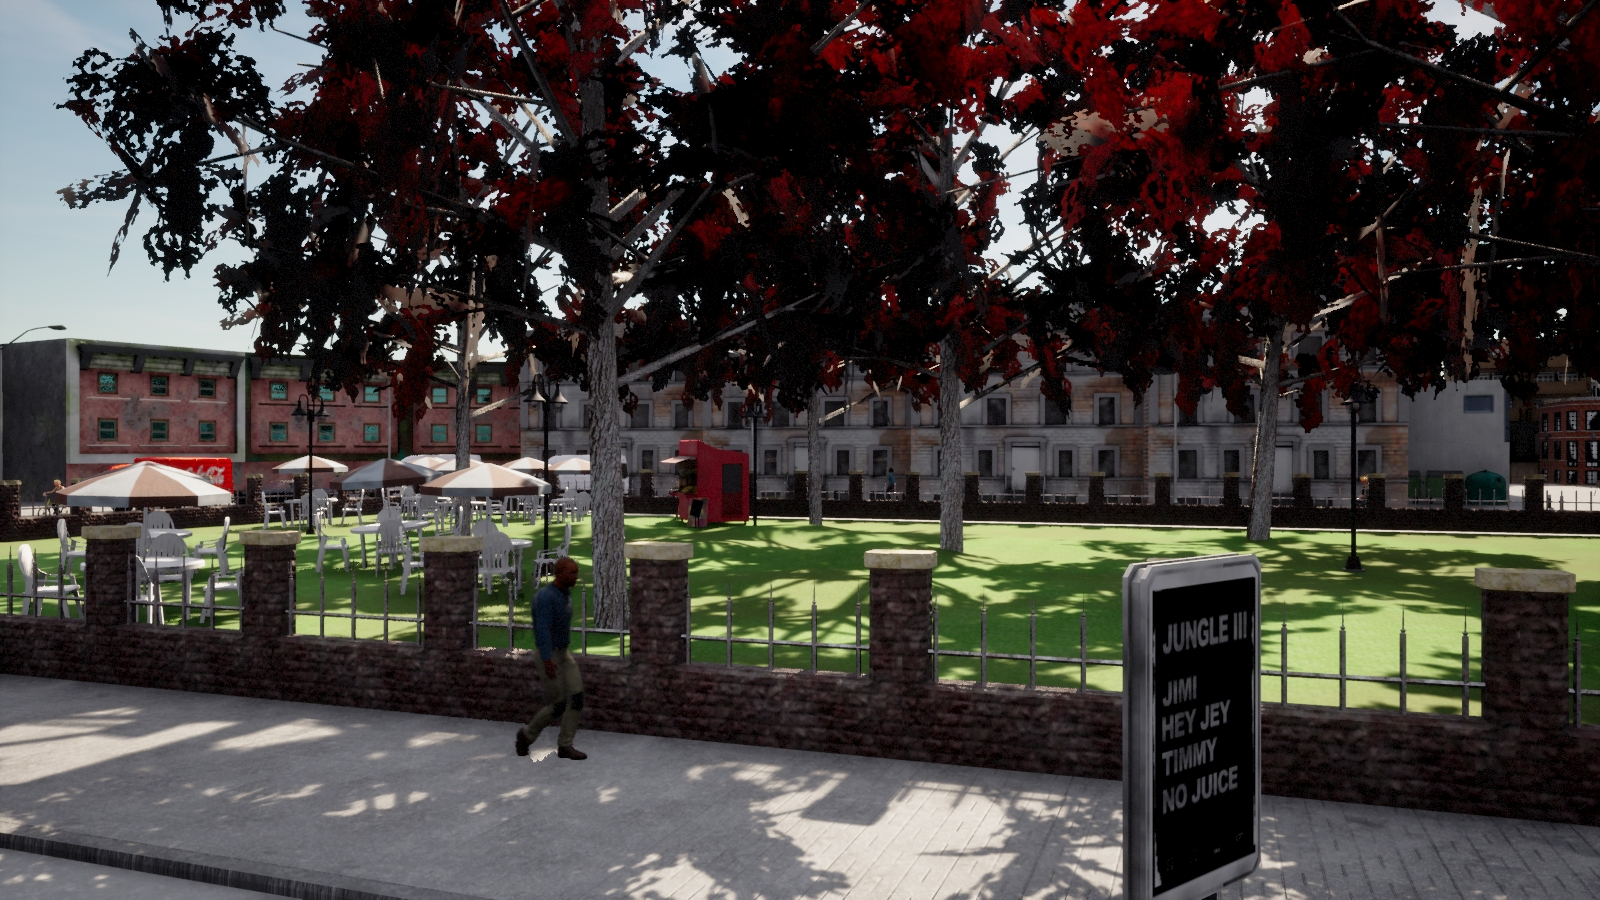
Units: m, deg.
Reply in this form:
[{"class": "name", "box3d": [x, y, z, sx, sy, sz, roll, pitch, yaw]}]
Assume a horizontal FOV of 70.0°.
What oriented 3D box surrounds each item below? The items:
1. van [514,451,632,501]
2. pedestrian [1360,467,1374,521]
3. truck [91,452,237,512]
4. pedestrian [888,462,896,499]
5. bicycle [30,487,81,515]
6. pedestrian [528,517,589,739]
[{"class": "van", "box3d": [-12.048, 1.315, 60.623, 5.915, 2.561, 1.988, 0, 0, 20]}, {"class": "pedestrian", "box3d": [19.726, 1.525, 39.744, 0.375, 1.860, 0.375, 0, 0, 20]}, {"class": "truck", "box3d": [-28.185, 1.348, 50.858, 2.627, 2.467, 5.204, 0, 0, 21]}, {"class": "pedestrian", "box3d": [4.631, 1.525, 57.430, 0.375, 1.860, 0.375, 0, 0, 9]}, {"class": "bicycle", "box3d": [-29.946, 2.036, 45.966, 0.859, 1.080, 1.487, 0, 0, 21]}, {"class": "pedestrian", "box3d": [-2.102, 1.525, 9.962, 0.375, 1.860, 0.375, 0, 0, 23]}]
